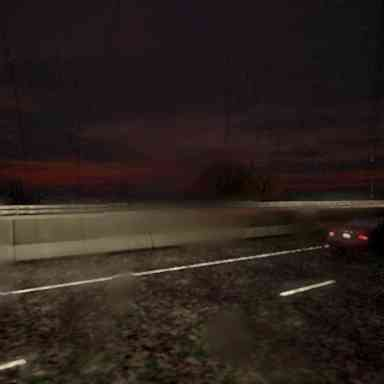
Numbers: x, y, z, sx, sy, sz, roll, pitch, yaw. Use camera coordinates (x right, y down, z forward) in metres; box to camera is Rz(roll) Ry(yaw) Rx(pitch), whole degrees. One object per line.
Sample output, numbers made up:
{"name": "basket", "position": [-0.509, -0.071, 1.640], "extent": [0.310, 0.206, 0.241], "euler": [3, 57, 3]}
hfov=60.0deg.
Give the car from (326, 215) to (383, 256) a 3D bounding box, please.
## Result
{"name": "car", "position": [7.725, 1.677, 13.679], "extent": [5.357, 1.411, 2.033], "euler": [1, 0, -35]}
